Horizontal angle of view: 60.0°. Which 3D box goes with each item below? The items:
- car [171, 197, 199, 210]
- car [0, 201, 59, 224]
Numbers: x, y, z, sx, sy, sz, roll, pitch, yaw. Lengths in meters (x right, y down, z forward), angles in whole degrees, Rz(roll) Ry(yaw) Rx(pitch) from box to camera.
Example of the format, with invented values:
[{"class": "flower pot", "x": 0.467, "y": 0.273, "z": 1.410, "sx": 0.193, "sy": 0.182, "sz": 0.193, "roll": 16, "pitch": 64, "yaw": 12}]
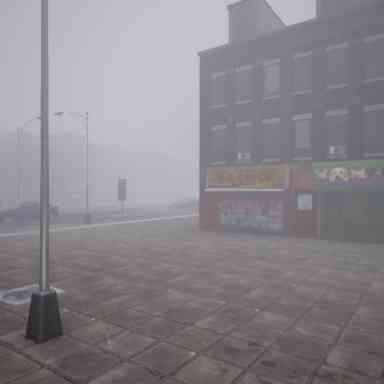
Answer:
[{"class": "car", "x": -0.634, "y": 1.399, "z": 40.900, "sx": 1.812, "sy": 1.442, "sz": 4.674, "roll": 0, "pitch": 0, "yaw": 35}, {"class": "car", "x": -12.271, "y": 1.424, "z": 24.372, "sx": 1.882, "sy": 1.535, "sz": 5.008, "roll": 0, "pitch": 0, "yaw": 35}]
